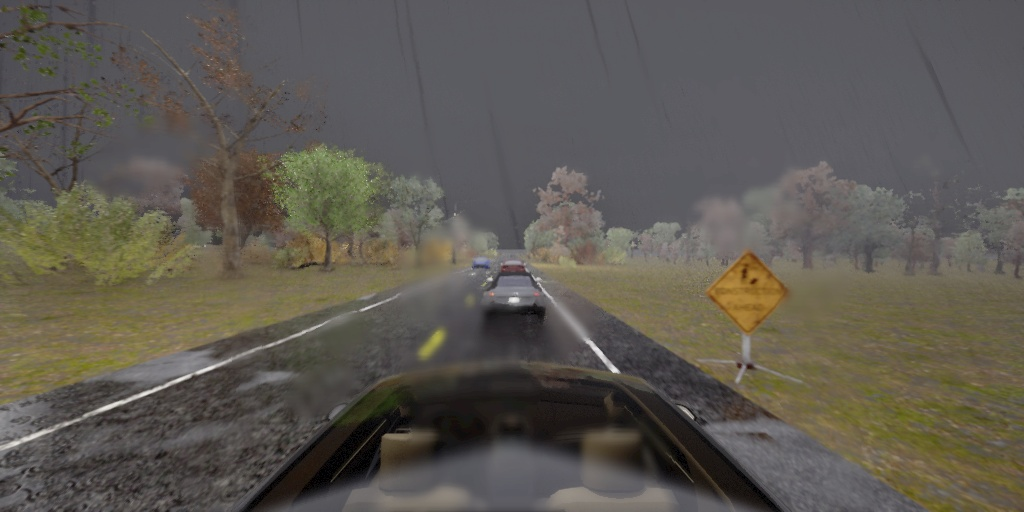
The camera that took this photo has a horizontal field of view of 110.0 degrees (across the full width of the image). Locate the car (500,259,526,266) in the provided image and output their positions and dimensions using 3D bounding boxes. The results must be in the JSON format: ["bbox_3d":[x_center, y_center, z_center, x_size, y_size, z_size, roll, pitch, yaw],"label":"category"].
[{"bbox_3d":[0.088,0.981,28.458,1.882,1.535,5.008,0,1,0],"label":"car"}]

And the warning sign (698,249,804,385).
[{"bbox_3d":[3.550,0.830,5.447,1.300,1.860,1.060,0,0,0],"label":"warning sign"}]

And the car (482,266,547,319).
[{"bbox_3d":[0.086,1.216,12.310,1.994,1.385,4.181,0,1,0],"label":"car"}]

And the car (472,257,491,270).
[{"bbox_3d":[-3.591,0.853,42.646,1.882,1.535,5.008,0,1,0],"label":"car"}]
